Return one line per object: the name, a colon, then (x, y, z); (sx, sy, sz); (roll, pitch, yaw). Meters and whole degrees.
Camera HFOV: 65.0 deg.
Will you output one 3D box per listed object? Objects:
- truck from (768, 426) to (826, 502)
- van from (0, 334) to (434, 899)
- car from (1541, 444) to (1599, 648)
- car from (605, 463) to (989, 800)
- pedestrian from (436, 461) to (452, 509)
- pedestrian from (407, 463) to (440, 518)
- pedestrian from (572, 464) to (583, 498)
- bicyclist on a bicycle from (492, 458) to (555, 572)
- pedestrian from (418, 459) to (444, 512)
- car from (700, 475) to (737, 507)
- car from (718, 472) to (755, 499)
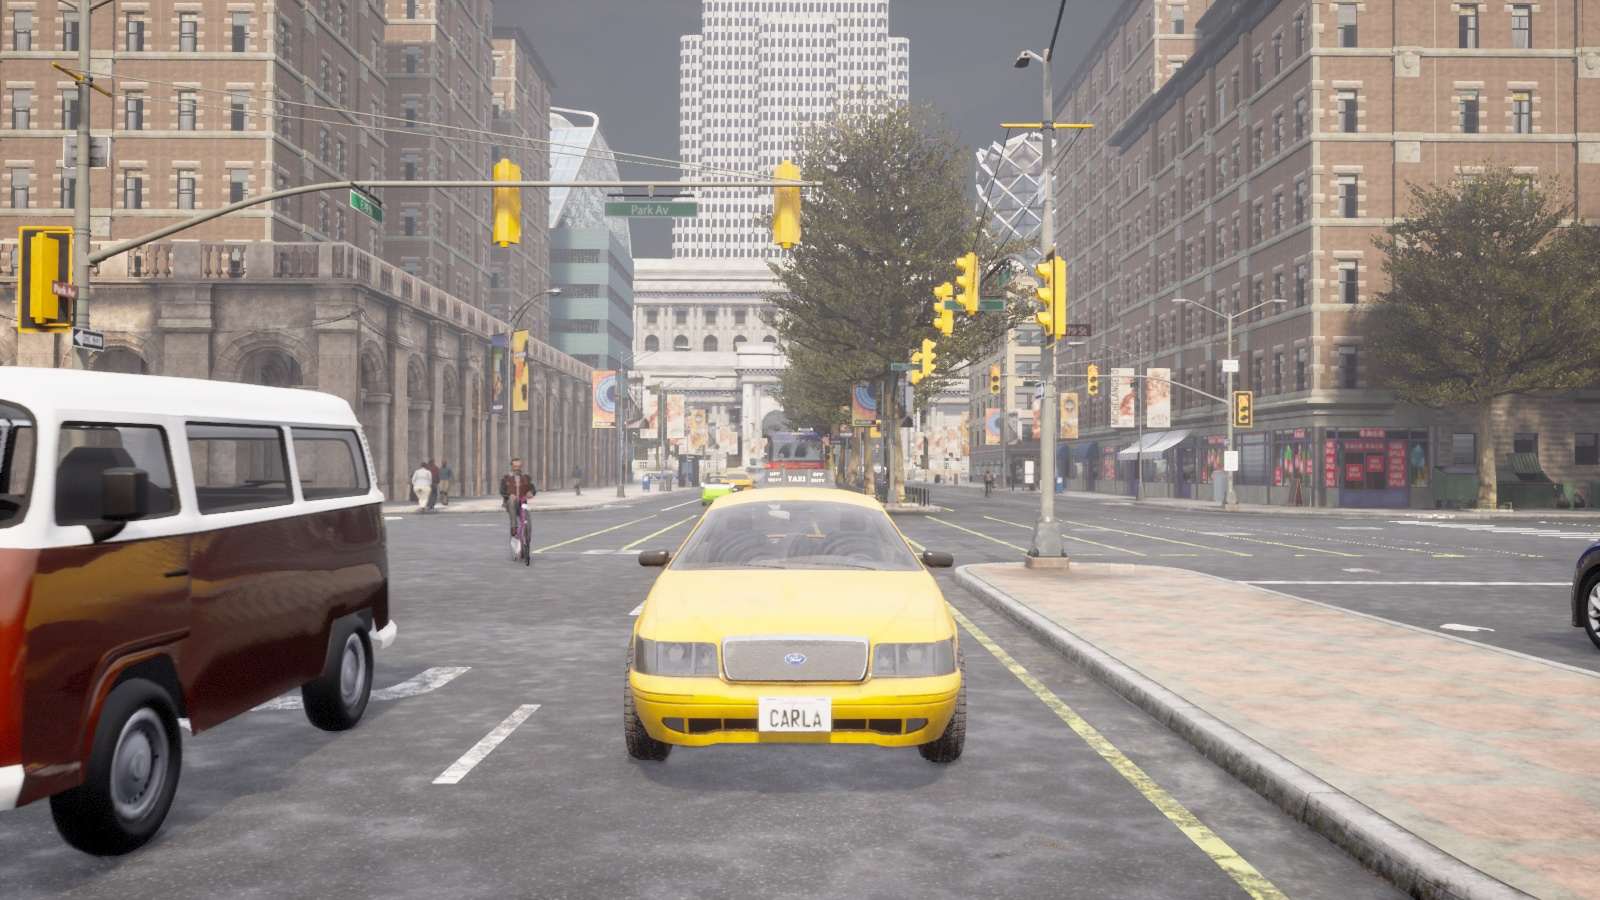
truck: (-0.158, 0.786, 67.774); (2.891, 3.827, 8.468); (0, -1, 0)
van: (-3.515, 0.650, 6.268); (2.069, 2.038, 4.480); (0, 0, 0)
car: (7.978, 0.799, 9.444); (2.097, 1.767, 4.553); (0, -1, 0)
car: (-0.020, 0.898, 8.598); (1.801, 1.575, 5.366); (0, -1, 0)
pedestrian: (-13.681, 1.335, 48.298); (0.370, 1.835, 0.726); (0, -1, 2)
pedestrian: (-12.920, 1.387, 43.100); (0.874, 1.855, 0.900); (0, -1, -2)
pedestrian: (-12.092, 1.661, 68.114); (0.370, 1.835, 0.726); (0, -1, 9)
bicyclist on a bicycle: (-4.567, 1.049, 20.649); (0.659, 1.776, 1.843); (-1, -1, -23)
pedestrian: (-12.996, 1.261, 44.278); (0.634, 1.844, 0.899); (0, -1, 1)
car: (-3.627, 1.823, 56.088); (1.481, 1.376, 2.207); (0, -1, 0)
car: (-3.666, 2.030, 73.003); (1.882, 1.535, 5.008); (0, -1, 0)
